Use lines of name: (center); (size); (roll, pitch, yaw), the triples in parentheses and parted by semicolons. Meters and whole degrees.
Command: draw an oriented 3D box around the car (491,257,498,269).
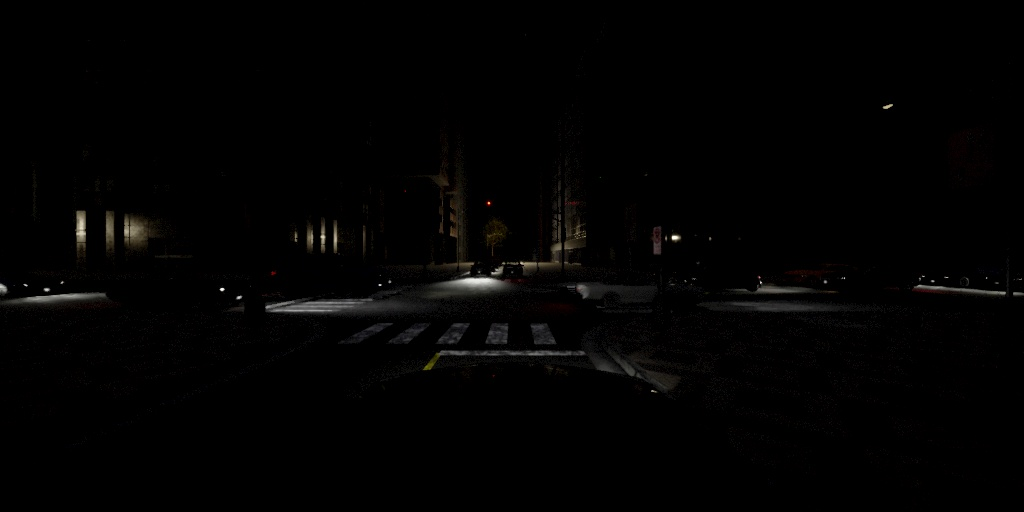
car: (-3.097, 1.251, 46.038); (1.837, 1.490, 4.892); (0, 0, 0)

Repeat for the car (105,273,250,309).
car: (-13.126, 1.348, 14.442); (4.718, 1.301, 1.895); (0, 0, 2)

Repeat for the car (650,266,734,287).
car: (12.098, 1.353, 24.351); (4.718, 1.301, 1.895); (0, 0, 3)

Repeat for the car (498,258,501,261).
car: (-3.106, 1.310, 56.023); (1.994, 1.385, 4.181); (0, 0, 0)

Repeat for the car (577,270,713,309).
car: (5.108, 1.361, 14.429); (4.718, 1.301, 1.895); (0, 0, 0)

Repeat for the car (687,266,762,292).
car: (12.186, 1.322, 21.099); (4.181, 1.385, 1.994); (0, 0, 0)

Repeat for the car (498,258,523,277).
car: (0.069, 1.238, 34.944); (2.128, 1.511, 4.902); (0, 0, 1)

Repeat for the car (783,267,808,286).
car: (21.233, 1.241, 24.308); (5.008, 1.535, 1.882); (0, 0, 0)

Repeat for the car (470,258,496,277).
car: (-3.080, 1.239, 36.083); (2.128, 1.511, 4.902); (0, 0, 0)

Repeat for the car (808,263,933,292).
car: (20.883, 1.260, 21.060); (4.902, 1.511, 2.128); (0, 0, 0)

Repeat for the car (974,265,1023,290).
car: (30.765, 1.308, 21.011); (4.674, 1.442, 1.812); (0, 0, 0)

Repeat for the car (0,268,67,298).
car: (-25.739, 1.282, 17.814); (5.357, 1.411, 2.033); (0, 0, 0)

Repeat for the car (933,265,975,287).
car: (31.165, 1.324, 24.258); (5.357, 1.411, 2.033); (0, 0, 1)

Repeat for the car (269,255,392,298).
car: (-9.036, 0.964, 18.155); (5.566, 2.045, 2.150); (0, 0, -5)
